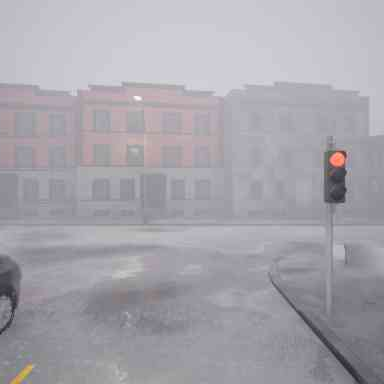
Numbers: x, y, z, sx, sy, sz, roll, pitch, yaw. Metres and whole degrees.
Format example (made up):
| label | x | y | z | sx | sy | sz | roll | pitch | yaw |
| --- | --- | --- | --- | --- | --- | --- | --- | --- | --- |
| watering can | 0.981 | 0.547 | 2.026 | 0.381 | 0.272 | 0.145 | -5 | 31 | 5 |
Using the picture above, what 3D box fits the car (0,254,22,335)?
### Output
| label | x | y | z | sx | sy | sz | roll | pitch | yaw |
| --- | --- | --- | --- | --- | --- | --- | --- | --- | --- |
| car | -3.920 | 1.505 | 3.843 | 1.837 | 1.490 | 4.892 | 0 | 0 | 2 |
